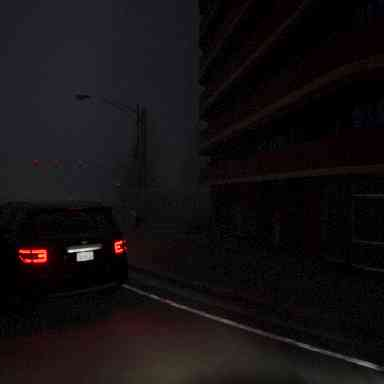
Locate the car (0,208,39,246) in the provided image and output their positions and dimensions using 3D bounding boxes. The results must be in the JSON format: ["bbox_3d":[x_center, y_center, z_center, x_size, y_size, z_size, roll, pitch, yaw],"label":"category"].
[{"bbox_3d":[-8.449,1.564,15.879,1.994,1.385,4.181,0,0,-26],"label":"car"}]

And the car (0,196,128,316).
[{"bbox_3d":[-3.583,1.221,7.907,2.150,2.045,5.566,0,0,-40],"label":"car"}]
